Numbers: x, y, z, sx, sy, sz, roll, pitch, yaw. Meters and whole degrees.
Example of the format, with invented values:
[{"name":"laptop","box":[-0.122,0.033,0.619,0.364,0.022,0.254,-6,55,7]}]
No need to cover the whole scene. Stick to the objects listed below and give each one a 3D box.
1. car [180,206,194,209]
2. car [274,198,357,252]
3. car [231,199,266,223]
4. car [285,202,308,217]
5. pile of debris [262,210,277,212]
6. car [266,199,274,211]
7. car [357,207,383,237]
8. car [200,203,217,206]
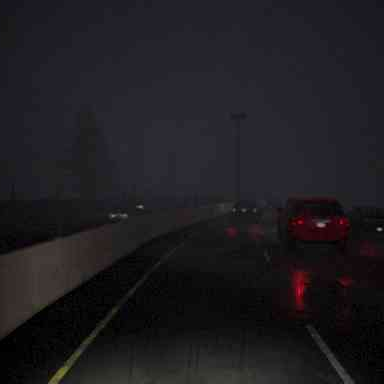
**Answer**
[{"name":"car","box":[0.013,1.458,44.665,2.097,1.767,4.553,0,0,26]},{"name":"car","box":[5.018,1.264,14.413,2.150,2.045,5.566,0,0,10]},{"name":"car","box":[4.516,1.424,26.936,2.097,1.767,4.553,0,0,17]},{"name":"car","box":[10.857,1.700,34.364,1.895,1.301,4.718,0,0,23]},{"name":"pile of debris","box":[9.340,2.286,40.022,1.500,0.140,1.860,0,0,26]},{"name":"car","box":[10.416,1.617,41.612,1.837,1.490,4.892,0,0,25]},{"name":"car","box":[9.327,1.550,18.038,2.128,1.511,4.902,0,0,12]},{"name":"car","box":[2.751,1.612,42.293,1.837,1.490,4.892,0,-1,25]}]
